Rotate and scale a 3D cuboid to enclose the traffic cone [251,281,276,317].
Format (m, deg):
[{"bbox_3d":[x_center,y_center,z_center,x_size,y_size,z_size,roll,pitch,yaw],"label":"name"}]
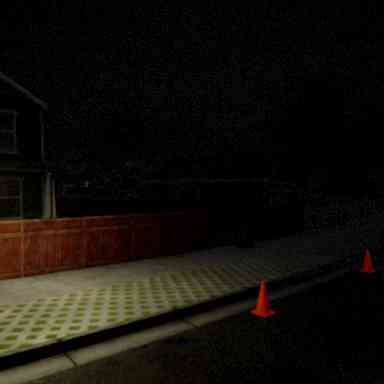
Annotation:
[{"bbox_3d":[1.321,1.946,6.161,0.340,0.580,0.340,0,0,-40],"label":"traffic cone"}]

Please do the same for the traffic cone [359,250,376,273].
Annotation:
[{"bbox_3d":[4.951,1.935,9.373,0.340,0.580,0.340,0,0,-43],"label":"traffic cone"}]
